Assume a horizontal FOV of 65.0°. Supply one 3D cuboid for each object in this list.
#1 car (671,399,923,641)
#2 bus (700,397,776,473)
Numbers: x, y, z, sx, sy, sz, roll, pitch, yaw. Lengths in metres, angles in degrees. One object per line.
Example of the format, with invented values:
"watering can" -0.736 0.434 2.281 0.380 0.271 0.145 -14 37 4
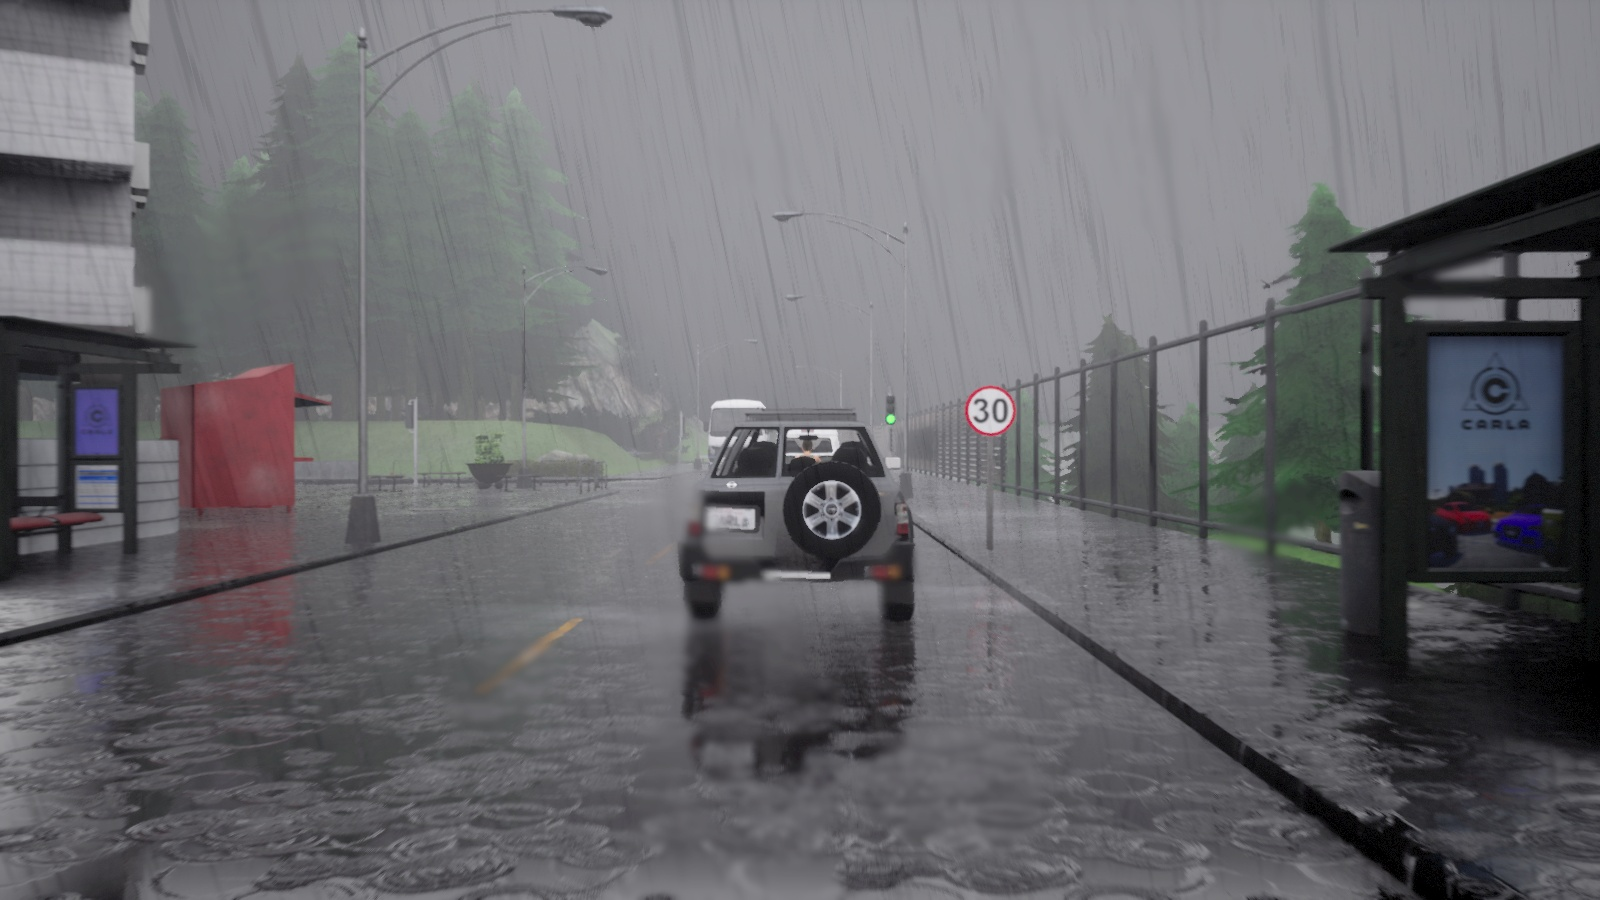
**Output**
"car" 0.067 0.527 11.927 1.932 1.855 4.605 0 0 2
"bus" -3.573 -0.864 75.186 3.944 4.253 10.273 0 0 0
